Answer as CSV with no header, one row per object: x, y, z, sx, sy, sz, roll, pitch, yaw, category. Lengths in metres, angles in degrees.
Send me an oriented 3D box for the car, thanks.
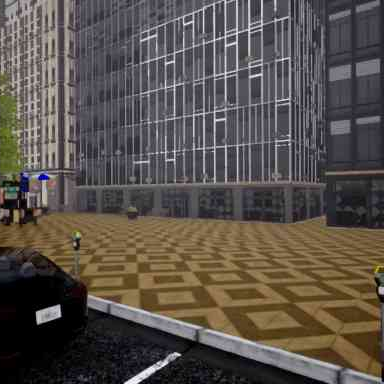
-3.482,1.566,5.371,4.313,1.339,1.947,0,0,36,car
